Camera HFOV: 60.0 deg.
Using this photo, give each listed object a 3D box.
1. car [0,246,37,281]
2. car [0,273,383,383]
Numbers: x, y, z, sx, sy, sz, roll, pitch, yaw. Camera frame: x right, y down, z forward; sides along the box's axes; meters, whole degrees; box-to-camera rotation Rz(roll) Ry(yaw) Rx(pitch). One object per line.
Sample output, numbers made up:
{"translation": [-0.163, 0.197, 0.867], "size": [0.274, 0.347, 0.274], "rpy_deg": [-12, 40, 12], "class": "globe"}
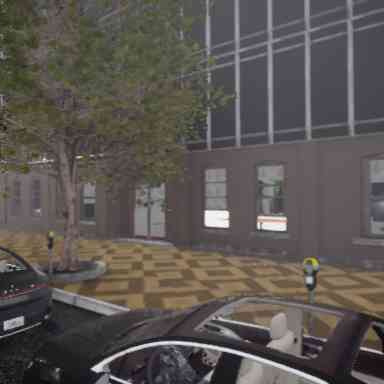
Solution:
{"translation": [-4.252, 1.613, 5.906], "size": [4.403, 1.369, 2.008], "rpy_deg": [-1, 0, 35], "class": "car"}
{"translation": [0.384, 1.561, 2.601], "size": [4.403, 1.369, 2.008], "rpy_deg": [-1, 0, 35], "class": "car"}
